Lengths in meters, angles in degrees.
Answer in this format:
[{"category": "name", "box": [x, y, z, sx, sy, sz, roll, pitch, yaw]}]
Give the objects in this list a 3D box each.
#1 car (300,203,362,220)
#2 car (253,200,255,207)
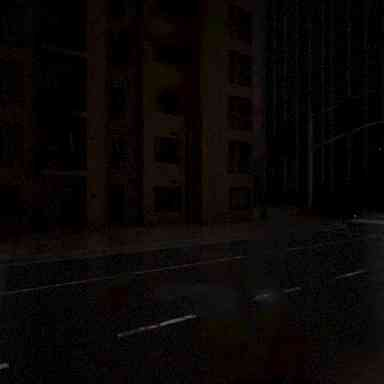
[{"category": "car", "box": [11.698, 1.601, 28.189, 1.895, 1.301, 4.718, 0, 0, -35]}, {"category": "car", "box": [6.831, 1.352, 47.824, 2.097, 1.767, 4.553, 0, 0, -35]}]
